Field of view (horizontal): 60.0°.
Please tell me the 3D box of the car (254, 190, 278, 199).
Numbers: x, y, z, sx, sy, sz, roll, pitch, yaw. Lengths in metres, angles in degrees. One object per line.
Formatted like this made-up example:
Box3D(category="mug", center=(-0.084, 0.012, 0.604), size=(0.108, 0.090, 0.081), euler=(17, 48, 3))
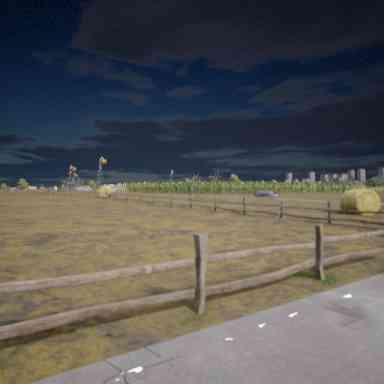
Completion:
Box3D(category="car", center=(13.711, 0.457, 61.666), size=(2.128, 1.511, 4.902), euler=(1, 0, -35))
